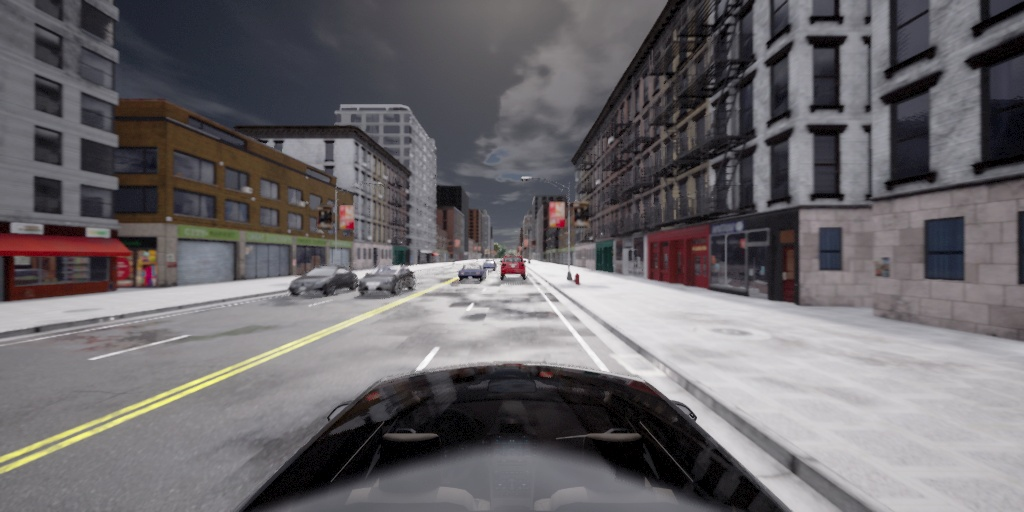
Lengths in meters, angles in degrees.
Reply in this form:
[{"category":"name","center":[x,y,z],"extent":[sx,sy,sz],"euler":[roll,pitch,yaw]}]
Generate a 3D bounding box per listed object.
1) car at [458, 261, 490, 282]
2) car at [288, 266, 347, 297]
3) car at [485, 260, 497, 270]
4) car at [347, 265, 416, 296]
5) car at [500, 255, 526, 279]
[{"category":"car","center":[-3.154,1.347,29.353],"extent":[1.895,1.301,4.718],"euler":[0,0,0]},{"category":"car","center":[-9.851,1.273,19.192],"extent":[1.812,1.442,4.674],"euler":[0,0,0]},{"category":"car","center":[-3.158,1.292,50.883],"extent":[2.033,1.411,5.357],"euler":[0,0,0]},{"category":"car","center":[-6.602,1.239,19.412],"extent":[2.128,1.511,4.902],"euler":[0,0,0]},{"category":"car","center":[0.096,0.966,32.656],"extent":[2.150,2.045,5.566],"euler":[0,0,0]}]
